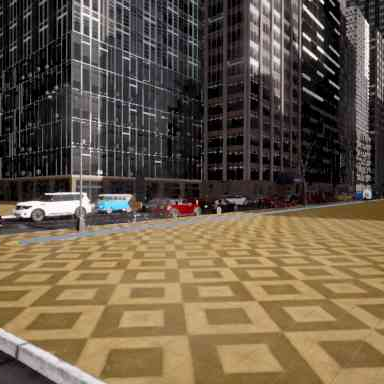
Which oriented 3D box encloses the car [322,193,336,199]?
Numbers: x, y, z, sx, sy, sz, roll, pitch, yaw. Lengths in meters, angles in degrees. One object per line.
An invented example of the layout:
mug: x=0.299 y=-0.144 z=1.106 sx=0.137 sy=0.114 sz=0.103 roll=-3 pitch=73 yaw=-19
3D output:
car: x=33.123 y=0.829 z=80.165 sx=1.947 sy=1.339 sz=4.313 roll=1 pitch=1 yaw=40

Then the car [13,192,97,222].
car: x=-10.399 y=1.059 z=25.193 sx=2.150 sy=2.045 sz=5.566 roll=0 pitch=1 yaw=40

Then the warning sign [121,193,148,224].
warning sign: x=-3.545 y=0.977 z=20.655 sx=1.300 sy=1.860 sz=1.060 roll=0 pitch=0 yaw=40

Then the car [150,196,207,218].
car: x=-1.047 y=1.240 z=27.033 sx=1.967 sy=1.590 sz=4.097 roll=1 pitch=1 yaw=40

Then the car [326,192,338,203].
car: x=21.019 y=0.839 z=53.070 sx=2.192 sy=1.841 sz=5.009 roll=1 pitch=1 yaw=40

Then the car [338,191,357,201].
car: x=28.515 y=0.957 z=61.856 sx=1.752 sy=1.417 sz=4.829 roll=1 pitch=1 yaw=40

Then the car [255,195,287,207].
car: x=10.842 y=1.162 z=45.229 sx=2.033 sy=1.411 sz=5.357 roll=0 pitch=1 yaw=41

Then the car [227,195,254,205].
car: x=7.268 y=1.148 z=49.876 sx=1.947 sy=1.339 sz=4.313 roll=1 pitch=1 yaw=40

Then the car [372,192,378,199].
car: x=39.484 y=0.847 z=74.709 sx=2.008 sy=1.369 sz=4.403 roll=1 pitch=1 yaw=40

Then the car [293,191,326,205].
car: x=17.325 y=0.885 z=48.744 sx=2.192 sy=1.841 sz=5.009 roll=1 pitch=1 yaw=40

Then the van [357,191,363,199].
van: x=35.792 y=0.683 z=70.379 sx=1.690 sy=1.788 sz=3.998 roll=1 pitch=1 yaw=40

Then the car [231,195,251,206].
car: x=5.500 y=1.165 z=43.787 sx=1.812 sy=1.442 sz=4.674 roll=0 pitch=1 yaw=41

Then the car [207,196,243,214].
car: x=2.602 y=1.320 z=31.398 sx=1.947 sy=1.339 sz=4.313 roll=1 pitch=1 yaw=40

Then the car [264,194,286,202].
car: x=14.656 y=1.056 z=58.530 sx=1.947 sy=1.339 sz=4.313 roll=1 pitch=1 yaw=40

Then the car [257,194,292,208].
car: x=9.938 y=1.244 z=40.094 sx=1.802 sy=1.307 sz=4.206 roll=1 pitch=1 yaw=40

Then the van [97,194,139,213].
van: x=-7.594 y=1.107 z=32.645 sx=1.690 sy=1.788 sz=3.998 roll=1 pitch=1 yaw=40

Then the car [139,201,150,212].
car: x=-3.183 y=1.295 z=33.648 sx=2.033 sy=1.411 sz=5.357 roll=0 pitch=1 yaw=41

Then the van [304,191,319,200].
van: x=25.737 y=0.694 z=71.507 sx=1.690 sy=1.788 sz=3.998 roll=1 pitch=1 yaw=40

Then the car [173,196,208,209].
car: x=-0.123 y=1.219 z=41.229 sx=1.887 sy=1.381 sz=4.507 roll=1 pitch=1 yaw=40

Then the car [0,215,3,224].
car: x=-13.042 y=1.133 z=17.242 sx=2.150 sy=2.045 sz=5.566 roll=1 pitch=1 yaw=45
